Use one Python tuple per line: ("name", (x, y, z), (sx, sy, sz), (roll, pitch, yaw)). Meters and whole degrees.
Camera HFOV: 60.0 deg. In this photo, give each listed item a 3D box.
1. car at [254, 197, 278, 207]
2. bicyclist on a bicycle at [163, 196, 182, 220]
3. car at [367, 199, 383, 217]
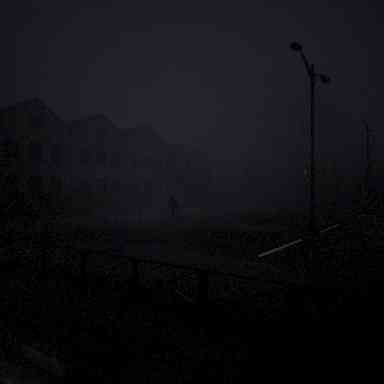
("car", (10.458, 1.356, 46.673), (2.033, 1.411, 5.357), (0, 0, 32))
("bicyclist on a bicycle", (-1.377, 1.109, 23.046), (1.656, 1.620, 0.582), (0, 0, 35))
("car", (15.445, 1.298, 26.799), (2.007, 1.523, 4.514), (0, 0, 35))
